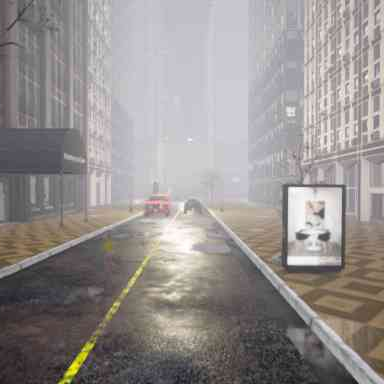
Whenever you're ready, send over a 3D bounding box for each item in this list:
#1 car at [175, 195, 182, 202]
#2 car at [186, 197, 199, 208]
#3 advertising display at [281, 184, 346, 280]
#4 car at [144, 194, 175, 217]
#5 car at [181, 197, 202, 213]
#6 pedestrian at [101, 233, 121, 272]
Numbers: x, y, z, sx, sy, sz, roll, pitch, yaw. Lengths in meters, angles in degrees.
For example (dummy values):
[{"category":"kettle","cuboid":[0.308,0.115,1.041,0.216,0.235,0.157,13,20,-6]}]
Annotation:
[{"category":"car","cuboid":[-3.002,1.510,72.646,1.837,1.490,4.892,0,0,0]},{"category":"car","cuboid":[0.100,1.539,50.699,1.812,1.442,4.674,0,0,1]},{"category":"advertising display","cuboid":[3.147,1.023,8.641,1.540,2.440,0.280,1,1,0]},{"category":"car","cuboid":[-3.100,1.223,31.195,2.150,2.045,5.566,0,0,0]},{"category":"car","cuboid":[0.095,1.506,36.317,1.837,1.490,4.892,0,-1,0]},{"category":"pedestrian","cuboid":[-2.237,1.673,9.198,0.500,1.100,0.500,-1,1,-1]}]
